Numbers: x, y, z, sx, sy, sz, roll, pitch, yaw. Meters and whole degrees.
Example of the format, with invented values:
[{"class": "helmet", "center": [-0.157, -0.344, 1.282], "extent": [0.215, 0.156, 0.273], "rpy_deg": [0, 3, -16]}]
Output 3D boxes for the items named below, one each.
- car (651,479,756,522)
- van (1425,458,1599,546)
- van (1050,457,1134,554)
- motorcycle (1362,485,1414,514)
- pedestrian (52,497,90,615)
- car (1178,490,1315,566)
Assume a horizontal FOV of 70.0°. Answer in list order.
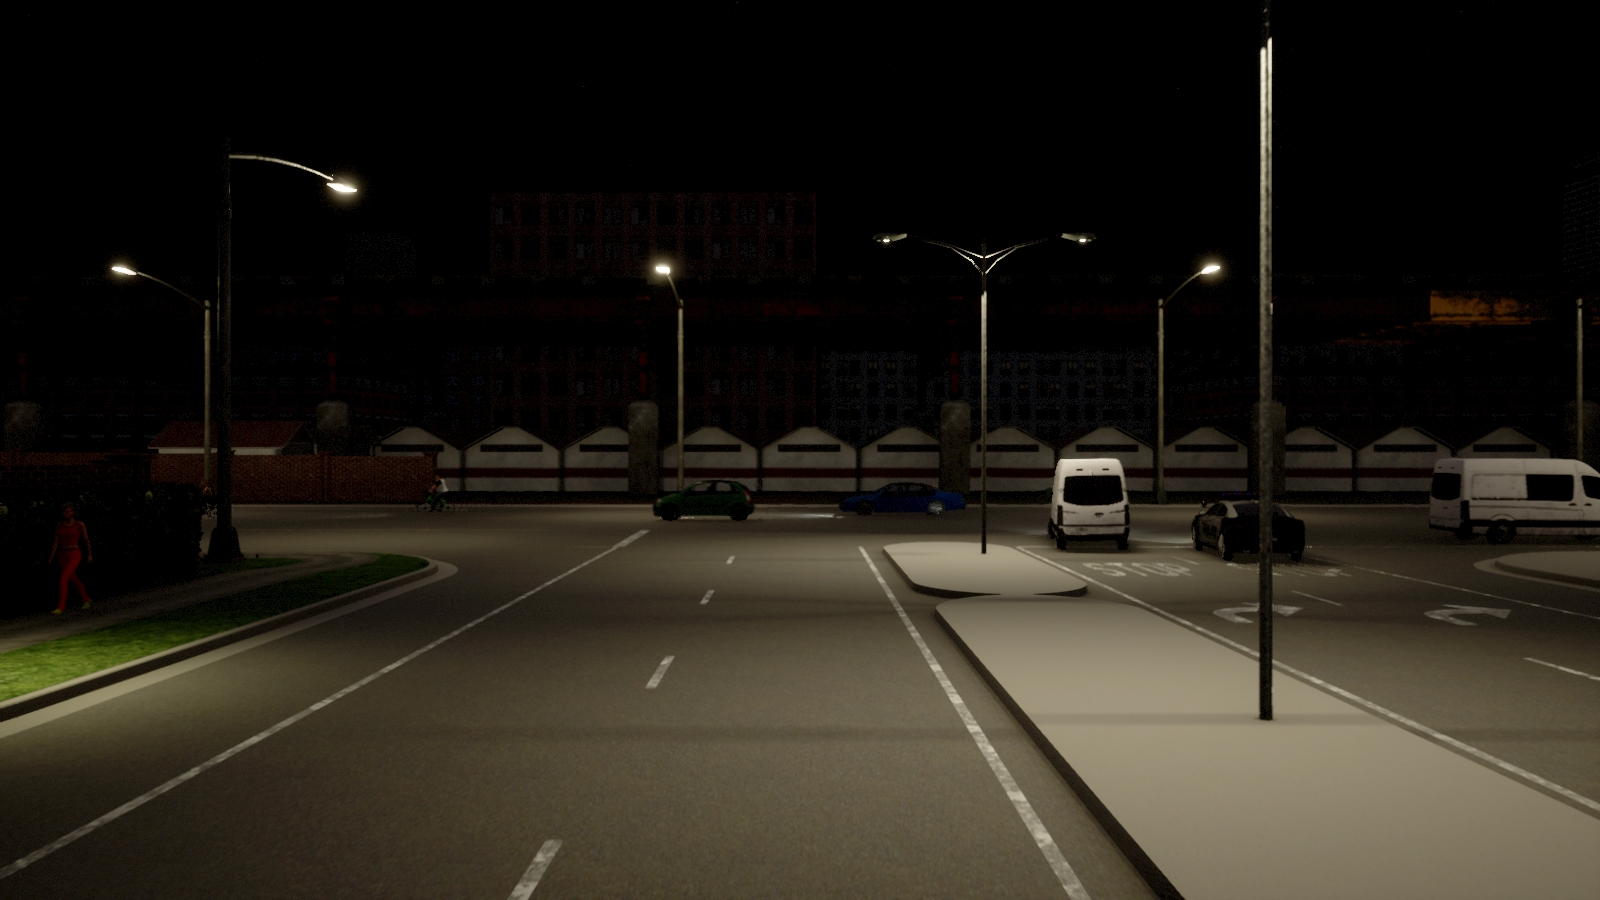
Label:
[{"class": "car", "center": [-3.787, 1.998, 45.230], "extent": [3.988, 1.617, 1.851], "rpy_deg": [0, 0, 0]}, {"class": "van", "center": [22.443, 1.534, 34.641], "extent": [5.915, 2.561, 1.988], "rpy_deg": [0, 0, 0]}, {"class": "van", "center": [8.588, 1.535, 34.033], "extent": [1.988, 2.561, 5.915], "rpy_deg": [-1, 0, 11]}, {"class": "motorcycle", "center": [25.832, 2.182, 50.210], "extent": [1.805, 1.236, 0.856], "rpy_deg": [0, 0, -1]}, {"class": "pedestrian", "center": [-11.728, 1.696, 18.377], "extent": [0.375, 1.860, 0.375], "rpy_deg": [0, 0, 0]}, {"class": "car", "center": [11.703, 1.982, 30.353], "extent": [2.097, 1.638, 5.238], "rpy_deg": [0, 0, 6]}]
